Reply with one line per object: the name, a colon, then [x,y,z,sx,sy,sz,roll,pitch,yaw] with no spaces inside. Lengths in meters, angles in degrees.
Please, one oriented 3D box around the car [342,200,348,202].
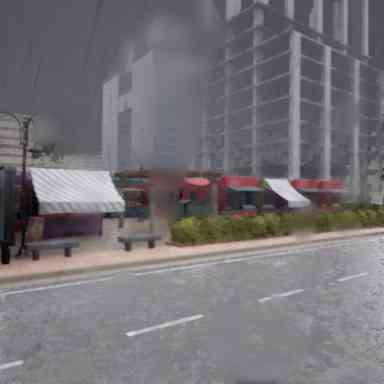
car: [29.172,1.809,66.336,1.905,1.878,3.866,1,0,-36]
